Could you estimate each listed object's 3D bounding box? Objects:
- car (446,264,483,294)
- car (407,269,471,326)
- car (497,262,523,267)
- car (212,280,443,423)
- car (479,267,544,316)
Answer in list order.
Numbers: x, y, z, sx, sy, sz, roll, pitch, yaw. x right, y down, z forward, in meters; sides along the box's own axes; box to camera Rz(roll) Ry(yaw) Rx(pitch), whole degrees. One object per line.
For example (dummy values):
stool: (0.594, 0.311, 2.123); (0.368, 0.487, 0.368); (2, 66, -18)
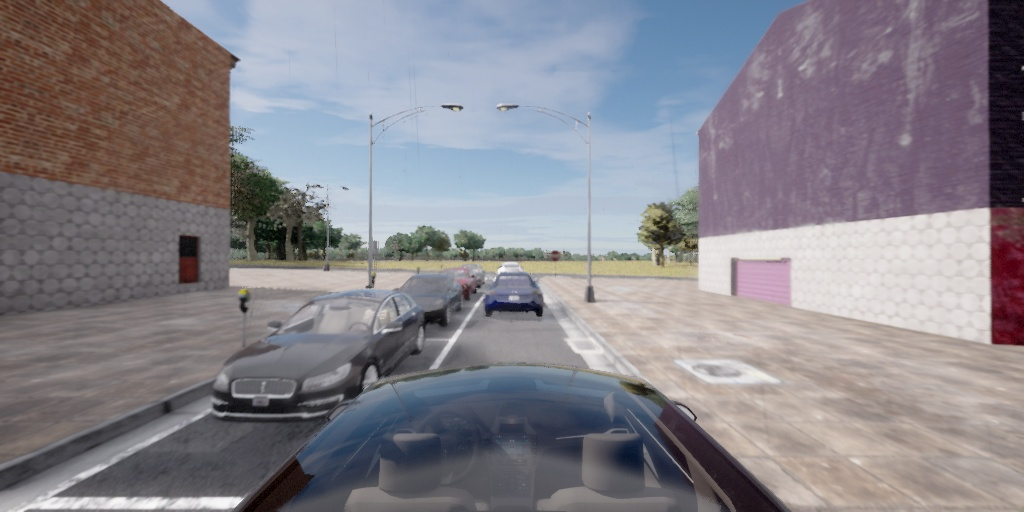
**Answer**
car: (-2.636, 1.224, 17.025); (1.888, 1.381, 4.507); (0, 0, 0)
car: (-2.636, 1.269, 11.485); (1.948, 1.339, 4.313); (0, 0, 0)
car: (-0.144, 1.161, 26.229); (1.812, 1.442, 4.674); (0, 0, -4)
car: (-2.637, 1.279, 5.945); (2.007, 1.370, 4.403); (0, 0, 0)
car: (0.072, 1.260, 13.138); (1.994, 1.385, 4.181); (0, 0, 0)
